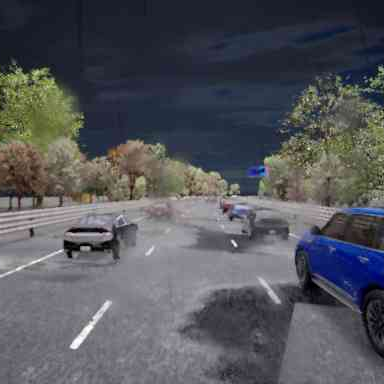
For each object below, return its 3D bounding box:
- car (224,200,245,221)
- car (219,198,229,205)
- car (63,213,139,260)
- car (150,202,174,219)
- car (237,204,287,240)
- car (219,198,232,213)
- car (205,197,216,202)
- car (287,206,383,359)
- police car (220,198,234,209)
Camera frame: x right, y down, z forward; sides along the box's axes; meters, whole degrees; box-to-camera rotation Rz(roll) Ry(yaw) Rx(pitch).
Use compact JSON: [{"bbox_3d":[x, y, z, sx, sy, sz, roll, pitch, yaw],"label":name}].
[{"bbox_3d":[4.044,1.669,28.358,1.812,1.442,4.674,0,0,2],"label":"car"},{"bbox_3d":[6.893,1.950,71.769,2.033,1.411,5.357,0,0,5],"label":"car"},{"bbox_3d":[-3.265,1.553,12.751,2.128,1.511,4.902,0,0,1],"label":"car"},{"bbox_3d":[-2.742,1.678,30.886,1.812,1.442,4.674,0,0,2],"label":"car"},{"bbox_3d":[3.711,1.593,17.486,1.837,1.490,4.892,0,0,1],"label":"car"},{"bbox_3d":[4.528,1.680,39.225,1.882,1.535,5.008,0,0,3],"label":"car"},{"bbox_3d":[4.355,1.919,82.126,1.895,1.301,4.718,0,0,6],"label":"car"},{"bbox_3d":[3.647,1.255,6.111,2.150,2.045,5.566,0,0,1],"label":"car"},{"bbox_3d":[5.172,1.693,50.194,1.930,1.638,5.238,0,0,4],"label":"police car"}]
